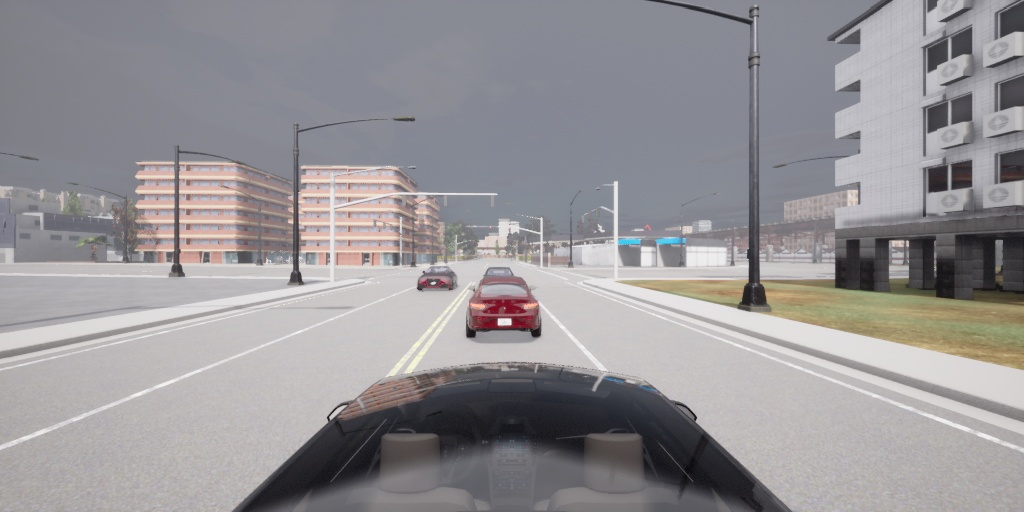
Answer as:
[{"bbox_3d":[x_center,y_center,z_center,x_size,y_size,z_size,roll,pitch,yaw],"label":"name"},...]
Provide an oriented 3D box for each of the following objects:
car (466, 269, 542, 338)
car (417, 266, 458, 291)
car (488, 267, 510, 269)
[{"bbox_3d":[-0.265,1.276,10.132,1.812,1.442,4.674,0,0,-3],"label":"car"},{"bbox_3d":[-4.424,1.318,21.722,1.994,1.385,4.181,0,0,-3],"label":"car"},{"bbox_3d":[-0.720,1.297,19.706,2.033,1.411,5.357,0,0,-3],"label":"car"}]
